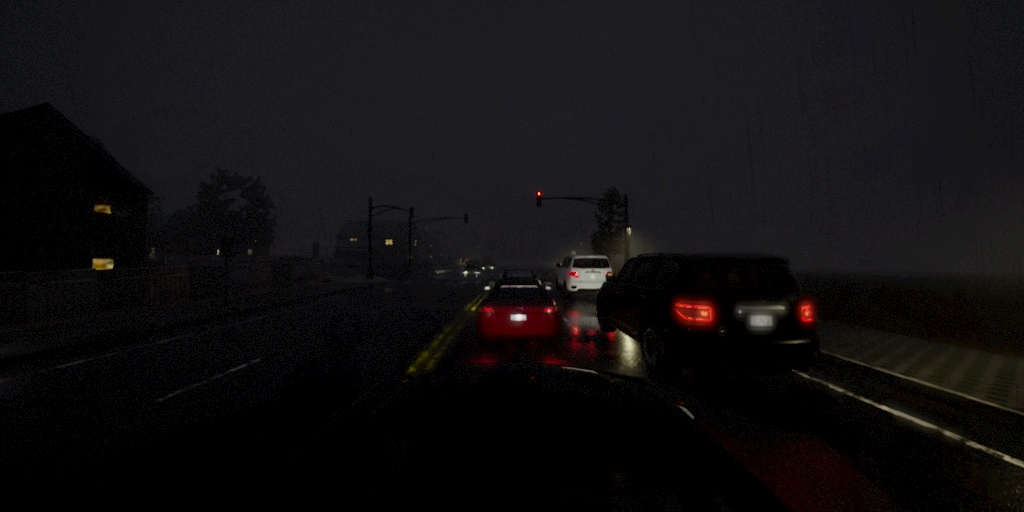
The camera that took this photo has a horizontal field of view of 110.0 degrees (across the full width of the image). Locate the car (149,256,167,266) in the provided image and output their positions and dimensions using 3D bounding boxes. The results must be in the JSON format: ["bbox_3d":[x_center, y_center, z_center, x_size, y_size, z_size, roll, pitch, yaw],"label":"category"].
[{"bbox_3d":[-39.880,0.590,38.531,5.357,1.411,2.033,1,-1,16],"label":"car"}]

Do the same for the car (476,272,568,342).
[{"bbox_3d":[0.158,1.300,9.774,1.994,1.385,4.181,0,0,0],"label":"car"}]

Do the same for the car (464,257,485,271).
[{"bbox_3d":[-5.315,1.191,49.618,1.882,1.535,5.008,0,0,3],"label":"car"}]

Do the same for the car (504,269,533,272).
[{"bbox_3d":[0.300,1.325,18.584,1.895,1.301,4.718,0,0,-3],"label":"car"}]

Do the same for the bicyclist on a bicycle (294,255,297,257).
[{"bbox_3d":[-24.284,0.690,40.299,0.582,1.620,1.656,1,-1,15],"label":"bicyclist on a bicycle"}]

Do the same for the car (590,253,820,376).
[{"bbox_3d":[3.386,0.961,7.535,2.150,2.045,5.566,0,0,0],"label":"car"}]

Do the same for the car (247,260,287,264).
[{"bbox_3d":[-22.661,0.837,33.764,4.892,1.490,1.837,1,-1,15],"label":"car"}]

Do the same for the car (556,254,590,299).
[{"bbox_3d":[3.514,0.945,18.018,2.150,2.045,5.566,0,0,1],"label":"car"}]
